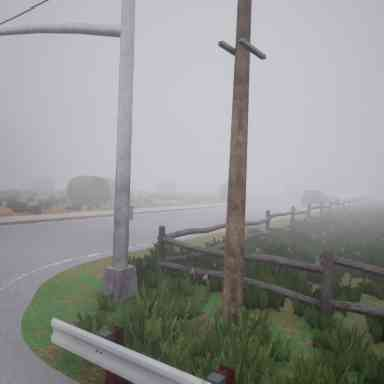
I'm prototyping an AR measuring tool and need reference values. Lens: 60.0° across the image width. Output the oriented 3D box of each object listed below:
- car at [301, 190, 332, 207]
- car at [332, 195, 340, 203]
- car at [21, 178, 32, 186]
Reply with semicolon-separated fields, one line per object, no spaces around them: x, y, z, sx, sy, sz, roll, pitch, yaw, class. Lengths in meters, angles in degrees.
15.453;0.816;41.802;2.150;2.045;5.566;3;2;34;car
21.206;1.138;50.699;1.994;1.385;4.181;3;2;33;car
-39.133;-2.294;79.213;1.905;1.878;3.866;8;2;-13;car
